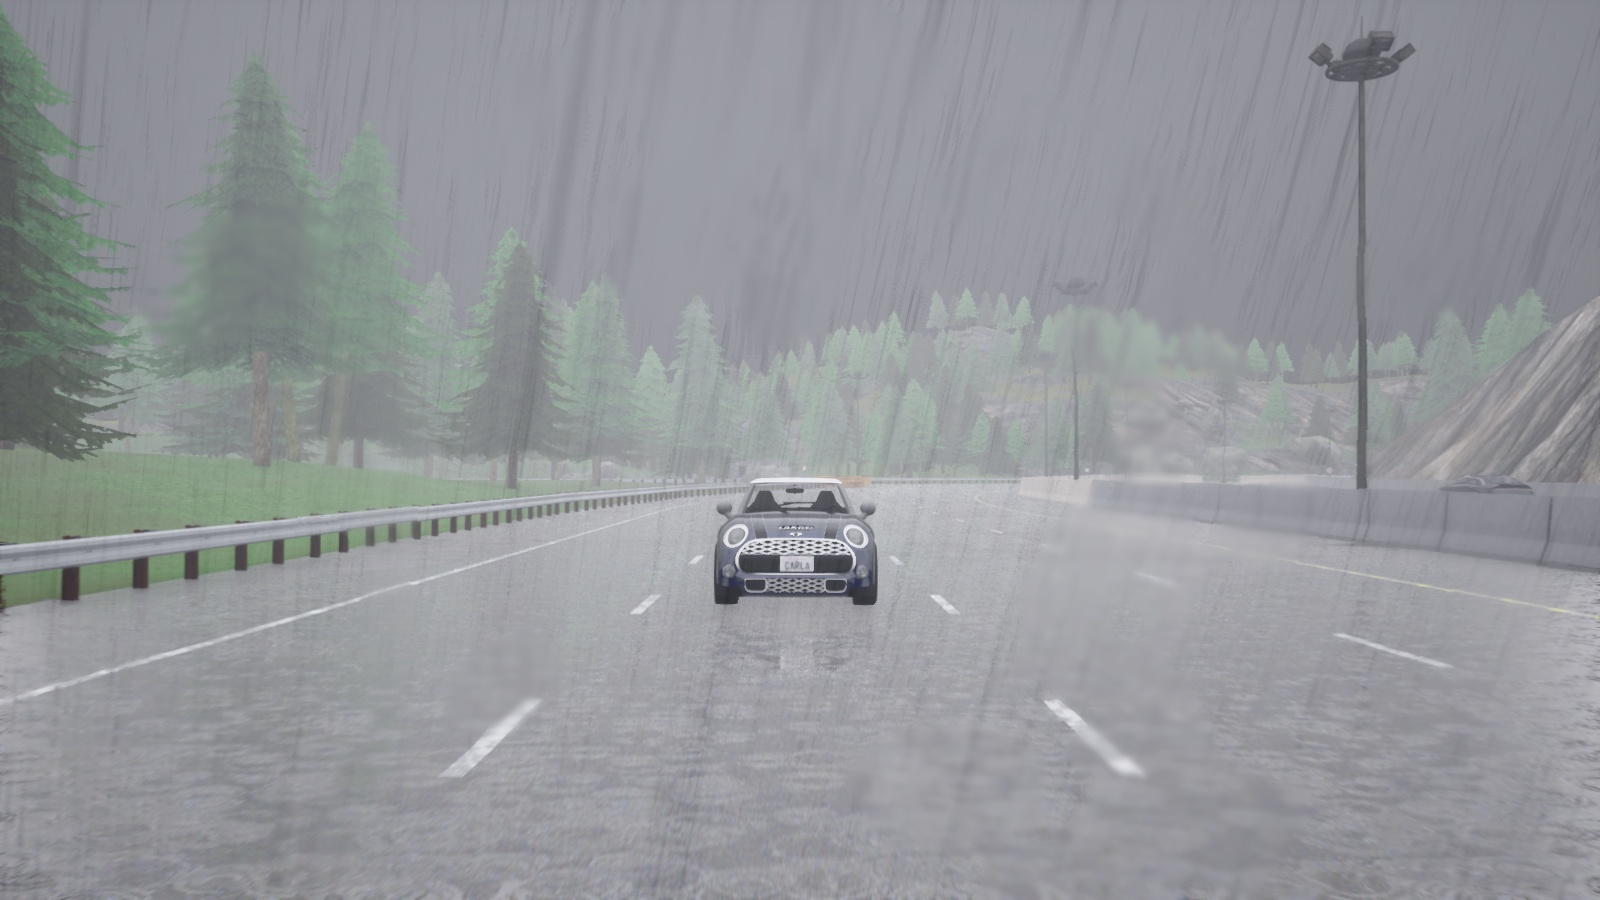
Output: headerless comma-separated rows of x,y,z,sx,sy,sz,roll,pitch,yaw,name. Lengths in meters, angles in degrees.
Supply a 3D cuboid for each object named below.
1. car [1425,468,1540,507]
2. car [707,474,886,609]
27.943,1.523,51.614,2.128,1.511,4.902,0,-1,1,car
-0.040,1.045,15.800,1.970,1.475,3.806,0,-1,0,car
